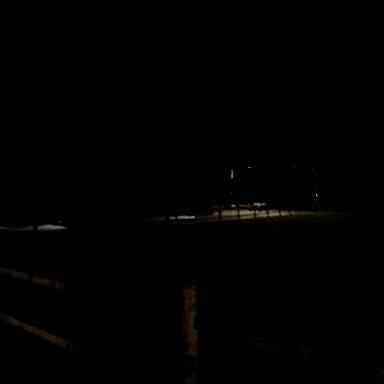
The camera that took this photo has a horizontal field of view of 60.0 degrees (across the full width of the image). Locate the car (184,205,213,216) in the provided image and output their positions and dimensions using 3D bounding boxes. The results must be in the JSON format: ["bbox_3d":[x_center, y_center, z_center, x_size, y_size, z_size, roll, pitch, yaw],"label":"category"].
[{"bbox_3d":[0.873,2.286,41.345,1.994,1.385,4.181,0,-1,36],"label":"car"}]

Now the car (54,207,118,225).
[{"bbox_3d":[-8.712,1.951,27.922,2.033,1.411,5.357,0,-1,36],"label":"car"}]

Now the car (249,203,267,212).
[{"bbox_3d":[11.159,2.598,55.596,2.128,1.511,4.902,0,-1,36],"label":"car"}]
